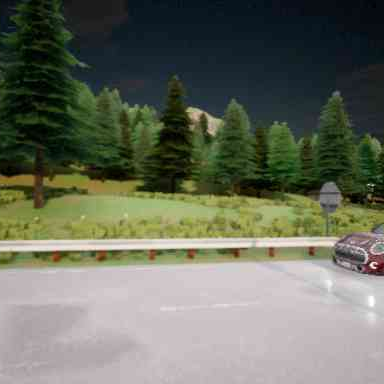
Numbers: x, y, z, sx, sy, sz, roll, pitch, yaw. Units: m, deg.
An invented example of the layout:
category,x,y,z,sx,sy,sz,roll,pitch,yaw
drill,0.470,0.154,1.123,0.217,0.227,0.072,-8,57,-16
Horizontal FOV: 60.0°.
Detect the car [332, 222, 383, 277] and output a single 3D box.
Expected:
category,x,y,z,sx,sy,sz,roll,pitch,yaw
car,6.627,1.554,10.082,4.553,1.767,2.097,2,0,-14
